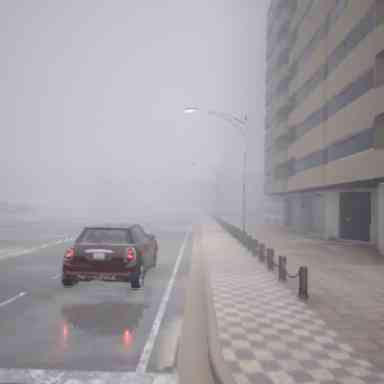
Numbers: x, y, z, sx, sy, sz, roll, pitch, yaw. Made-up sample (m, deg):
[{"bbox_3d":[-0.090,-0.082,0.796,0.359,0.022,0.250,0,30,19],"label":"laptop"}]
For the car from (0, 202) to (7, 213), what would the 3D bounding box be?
[{"bbox_3d":[-29.104,2.467,52.142,1.905,1.878,3.866,1,-2,1],"label":"car"}]

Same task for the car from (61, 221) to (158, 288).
[{"bbox_3d":[-2.344,1.742,10.610,2.097,1.767,4.553,1,-2,1],"label":"car"}]

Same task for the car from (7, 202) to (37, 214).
[{"bbox_3d":[-26.212,2.533,52.028,1.932,1.855,4.605,1,-2,1],"label":"car"}]
